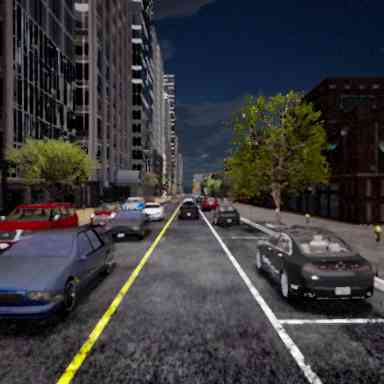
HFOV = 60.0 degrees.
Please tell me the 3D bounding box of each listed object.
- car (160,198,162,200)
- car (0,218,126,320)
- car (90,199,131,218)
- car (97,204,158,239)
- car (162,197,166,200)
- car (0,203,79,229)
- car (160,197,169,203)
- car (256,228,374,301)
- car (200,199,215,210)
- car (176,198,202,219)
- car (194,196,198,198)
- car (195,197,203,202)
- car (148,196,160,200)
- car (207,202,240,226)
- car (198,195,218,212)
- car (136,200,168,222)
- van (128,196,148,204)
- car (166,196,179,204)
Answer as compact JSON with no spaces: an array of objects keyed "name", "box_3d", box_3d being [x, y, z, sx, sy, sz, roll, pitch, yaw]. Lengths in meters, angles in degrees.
[{"name":"car","box_3d":[-6.279,1.755,52.276,1.752,1.417,4.829,-1,0,-1]},{"name":"car","box_3d":[-3.177,1.588,7.882,2.033,1.411,5.357,0,0,0]},{"name":"car","box_3d":[-5.974,1.554,24.046,1.967,1.590,4.097,-1,0,-1]},{"name":"car","box_3d":[-3.287,1.630,18.039,2.033,1.411,5.357,0,0,0]},{"name":"car","box_3d":[-6.529,1.845,74.413,1.752,1.417,4.829,-1,0,-1]},{"name":"car","box_3d":[-5.942,1.383,12.977,2.192,1.841,5.009,-1,0,-1]},{"name":"car","box_3d":[-6.592,1.868,79.947,1.752,1.417,4.829,-1,0,-1]},{"name":"car","box_3d":[2.728,1.579,8.258,2.008,1.369,4.403,-1,0,-1]},{"name":"car","box_3d":[2.159,1.714,47.165,1.752,1.417,4.829,-1,0,-1]},{"name":"car","box_3d":[-0.276,1.633,30.610,1.837,1.490,4.892,0,0,0]},{"name":"car","box_3d":[-0.441,1.716,46.172,1.812,1.442,4.674,0,0,0]},{"name":"car","box_3d":[1.725,1.928,85.734,1.802,1.307,4.206,-1,0,-1]},{"name":"car","box_3d":[-6.222,1.522,46.912,2.192,1.841,5.009,-1,0,-1]},{"name":"car","box_3d":[2.431,1.645,24.123,2.008,1.369,4.403,-1,0,-1]},{"name":"car","box_3d":[2.219,1.481,41.462,2.192,1.841,5.009,-1,0,-1]},{"name":"car","box_3d":[-3.340,1.650,28.130,1.812,1.442,4.674,0,0,-1]},{"name":"van","box_3d":[-6.097,1.503,35.843,1.690,1.788,3.998,-1,0,-1]},{"name":"car","box_3d":[-3.784,1.627,70.665,2.097,1.767,4.553,0,0,-1]}]
